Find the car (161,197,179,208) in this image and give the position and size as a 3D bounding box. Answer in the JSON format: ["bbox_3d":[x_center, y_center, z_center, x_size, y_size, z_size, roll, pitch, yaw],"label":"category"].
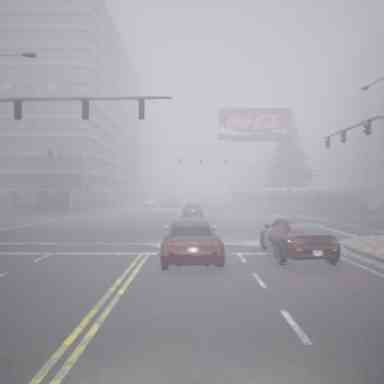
[{"bbox_3d":[-3.564,1.906,54.600,1.895,1.301,4.718,0,0,0],"label":"car"}]

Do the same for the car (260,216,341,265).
[{"bbox_3d":[3.661,1.593,11.844,1.812,1.442,4.674,0,0,1],"label":"car"}]

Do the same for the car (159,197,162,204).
[{"bbox_3d":[-7.003,1.895,70.475,1.837,1.490,4.892,0,0,0],"label":"car"}]

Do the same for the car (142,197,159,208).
[{"bbox_3d":[-7.061,1.833,55.037,1.812,1.442,4.674,0,-1,0],"label":"car"}]

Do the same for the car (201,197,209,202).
[{"bbox_3d":[3.497,1.965,88.390,1.812,1.442,4.674,0,0,0],"label":"car"}]

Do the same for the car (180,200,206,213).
[{"bbox_3d":[0.095,1.751,33.291,1.994,1.385,4.181,0,0,0],"label":"car"}]

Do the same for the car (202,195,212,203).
[{"bbox_3d":[3.497,1.662,78.759,2.150,2.045,5.566,0,0,0],"label":"car"}]

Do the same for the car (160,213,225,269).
[{"bbox_3d":[-0.030,1.628,11.432,1.994,1.385,4.181,0,0,-2],"label":"car"}]

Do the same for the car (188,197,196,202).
[{"bbox_3d":[-0.003,1.980,88.388,2.033,1.411,5.357,0,0,0],"label":"car"}]

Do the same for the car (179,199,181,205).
[{"bbox_3d":[-3.503,1.747,70.034,2.097,1.767,4.553,0,0,0],"label":"car"}]

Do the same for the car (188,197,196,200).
[{"bbox_3d":[-0.003,1.961,78.717,2.128,1.511,4.902,0,0,0],"label":"car"}]
